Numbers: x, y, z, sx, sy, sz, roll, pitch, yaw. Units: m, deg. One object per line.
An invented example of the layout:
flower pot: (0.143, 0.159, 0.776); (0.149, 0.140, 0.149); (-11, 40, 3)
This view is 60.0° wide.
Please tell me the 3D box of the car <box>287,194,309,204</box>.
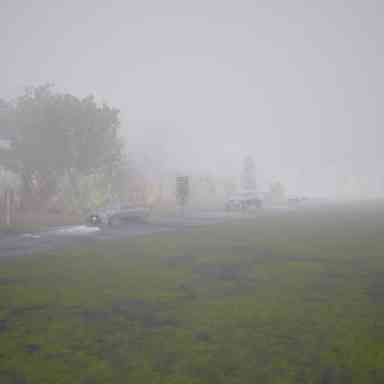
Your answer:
car: (15.606, 0.947, 48.968); (1.895, 1.301, 4.718); (0, 1, 37)

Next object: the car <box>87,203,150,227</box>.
car: (-4.731, 1.409, 21.722); (1.994, 1.385, 4.181); (0, 1, 36)

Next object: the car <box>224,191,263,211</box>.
car: (5.638, 0.918, 35.689); (2.150, 2.045, 5.566); (0, 1, 37)
